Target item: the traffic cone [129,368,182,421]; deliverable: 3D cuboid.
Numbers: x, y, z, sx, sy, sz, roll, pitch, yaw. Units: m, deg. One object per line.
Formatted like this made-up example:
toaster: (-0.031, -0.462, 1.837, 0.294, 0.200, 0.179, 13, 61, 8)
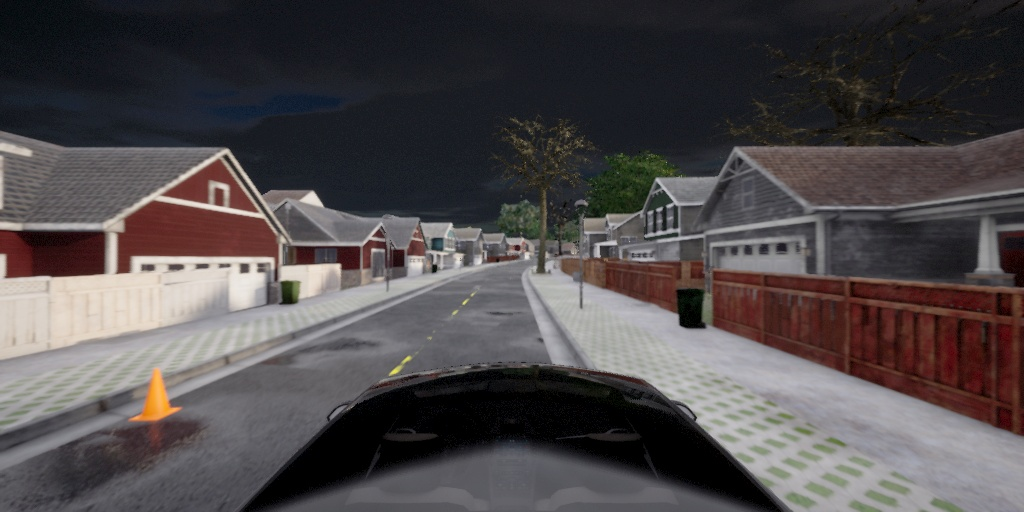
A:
traffic cone: (-4.474, 1.704, 4.512, 0.340, 0.580, 0.340, 0, 0, 0)
